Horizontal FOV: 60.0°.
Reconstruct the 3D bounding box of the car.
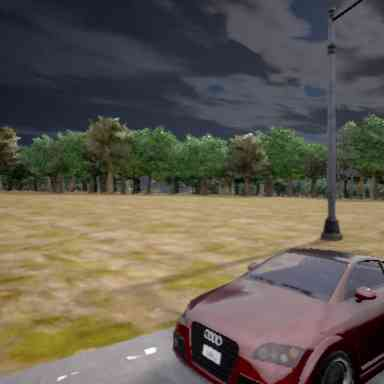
[{"bbox_3d":[1.808,1.559,4.780,4.181,1.385,1.994,0,0,-37],"label":"car"}]
